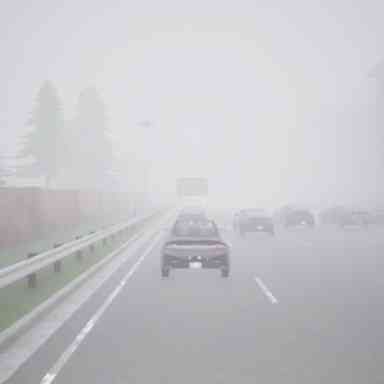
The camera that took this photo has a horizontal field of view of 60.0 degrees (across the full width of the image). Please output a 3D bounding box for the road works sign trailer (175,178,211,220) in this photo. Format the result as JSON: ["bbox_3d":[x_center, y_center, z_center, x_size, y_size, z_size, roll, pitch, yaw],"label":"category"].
[{"bbox_3d":[0.026,0.680,26.036,2.380,3.560,2.880,0,0,-3],"label":"road works sign trailer"}]

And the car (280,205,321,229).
[{"bbox_3d":[7.056,1.699,23.491,1.837,1.490,4.892,0,0,0],"label":"car"}]

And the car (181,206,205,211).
[{"bbox_3d":[0.115,1.656,22.109,1.882,1.535,5.008,0,0,3],"label":"car"}]

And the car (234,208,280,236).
[{"bbox_3d":[3.550,1.688,19.633,1.812,1.442,4.674,0,0,0],"label":"car"}]

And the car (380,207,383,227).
[{"bbox_3d":[14.055,1.763,24.121,1.994,1.385,4.181,0,0,0],"label":"car"}]

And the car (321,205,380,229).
[{"bbox_3d":[10.556,1.684,23.311,2.128,1.511,4.902,0,0,0],"label":"car"}]

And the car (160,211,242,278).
[{"bbox_3d":[0.081,1.578,10.436,2.128,1.511,4.902,0,-1,0],"label":"car"}]
